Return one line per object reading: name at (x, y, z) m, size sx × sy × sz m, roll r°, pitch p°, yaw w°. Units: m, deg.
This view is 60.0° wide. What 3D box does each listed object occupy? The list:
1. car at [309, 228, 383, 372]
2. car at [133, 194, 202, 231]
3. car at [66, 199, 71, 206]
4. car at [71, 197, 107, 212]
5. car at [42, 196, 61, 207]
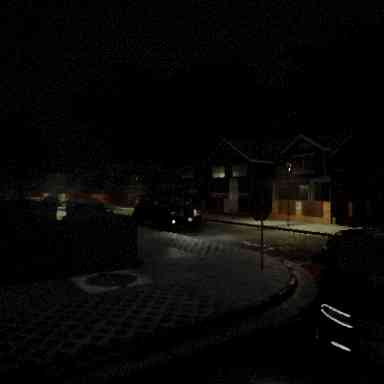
car at (3.264, 1.472, 5.863) m, size 1.882 × 1.535 × 5.008 m, roll 2°, pitch 1°, yaw 23°
car at (-1.675, 1.140, 20.403) m, size 2.150 × 2.045 × 5.566 m, roll 0°, pitch 0°, yaw -35°
car at (-16.001, 1.386, 46.061) m, size 1.895 × 1.301 × 4.718 m, roll 0°, pitch 0°, yaw -35°
car at (-9.796, 1.331, 32.045) m, size 1.882 × 1.535 × 5.008 m, roll 0°, pitch 1°, yaw -35°
car at (-19.530, 1.314, 46.136) m, size 1.837 × 1.490 × 4.892 m, roll 0°, pitch 0°, yaw -35°
